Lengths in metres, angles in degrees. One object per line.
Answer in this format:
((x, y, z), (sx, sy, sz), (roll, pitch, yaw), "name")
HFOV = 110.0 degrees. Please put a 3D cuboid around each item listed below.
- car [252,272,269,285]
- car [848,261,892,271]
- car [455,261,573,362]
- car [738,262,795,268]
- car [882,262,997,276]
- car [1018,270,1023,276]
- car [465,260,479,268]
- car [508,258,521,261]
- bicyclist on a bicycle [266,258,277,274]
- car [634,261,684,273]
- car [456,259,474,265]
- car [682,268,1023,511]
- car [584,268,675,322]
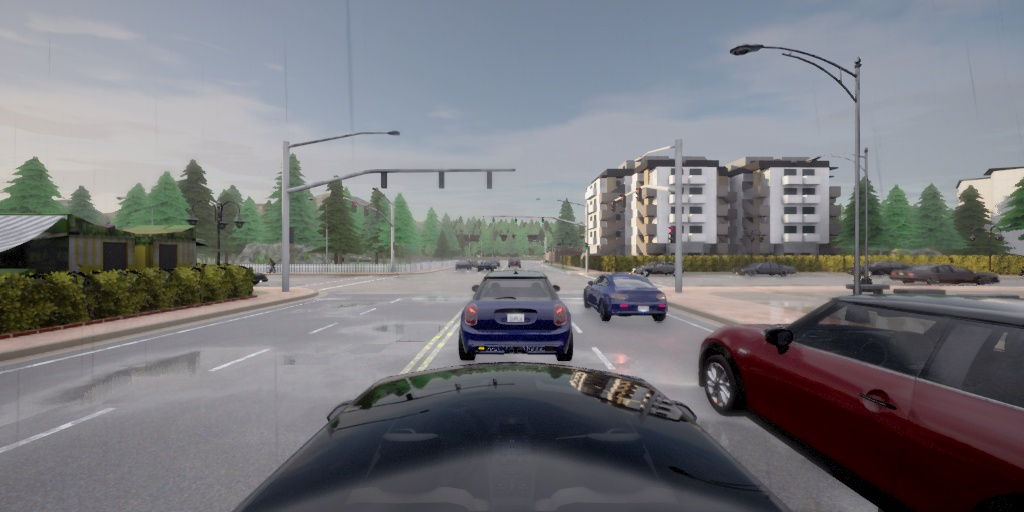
((-19.362, 1.297, 23.793), (5.357, 1.411, 2.033), (0, 0, -1), "car")
((35.093, 1.228, 34.127), (5.008, 1.535, 1.882), (0, 0, 12), "car")
((0.093, 1.102, 8.398), (2.097, 1.767, 4.553), (0, 0, 1), "car")
((24.746, 1.297, 35.229), (5.357, 1.411, 2.033), (0, 0, 0), "car")
((29.323, 1.297, 24.444), (5.357, 1.411, 2.033), (0, 0, 6), "car")
((47.119, 1.298, 30.086), (5.357, 1.411, 2.033), (0, 0, 27), "car")
((-6.739, 1.314, 60.818), (1.994, 1.385, 4.181), (0, 0, 0), "car")
((0.446, 1.103, 63.179), (2.097, 1.767, 4.553), (0, 0, 0), "car")
((-25.591, 1.052, 38.158), (0.582, 1.620, 1.656), (0, 0, -1), "bicyclist on a bicycle")
((14.250, 1.242, 34.975), (4.902, 1.511, 2.128), (0, 0, -2), "car")
((-6.797, 1.228, 50.901), (1.882, 1.535, 5.008), (0, 0, 0), "car")
((3.605, 1.102, 3.104), (2.097, 1.767, 4.553), (0, 0, 0), "car")
((3.646, 1.276, 12.106), (1.812, 1.442, 4.674), (0, 0, 1), "car")
